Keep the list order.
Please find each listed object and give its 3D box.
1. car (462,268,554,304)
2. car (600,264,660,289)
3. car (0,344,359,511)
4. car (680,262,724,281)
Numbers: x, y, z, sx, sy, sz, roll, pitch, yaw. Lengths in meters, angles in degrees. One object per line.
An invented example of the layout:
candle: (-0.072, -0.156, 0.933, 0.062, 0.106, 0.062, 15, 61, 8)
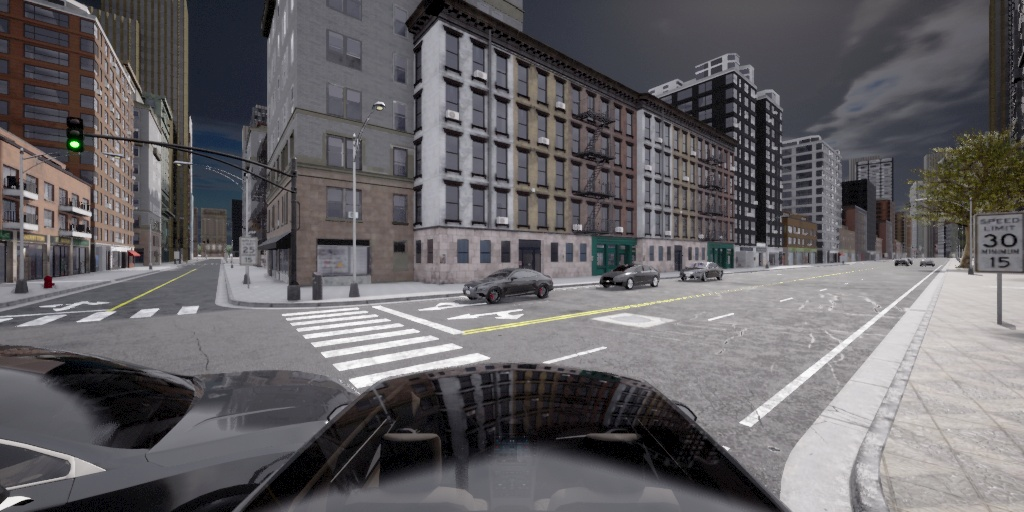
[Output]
car: (-0.066, 1.287, 16.731, 4.674, 1.442, 1.812, 0, 0, -39)
car: (7.616, 1.258, 22.968, 4.892, 1.490, 1.837, 0, 0, -39)
car: (-3.225, 1.257, 1.754, 4.892, 1.490, 1.837, 0, 0, -35)
car: (15.615, 1.236, 29.451, 4.902, 1.511, 2.128, 0, 0, -39)
